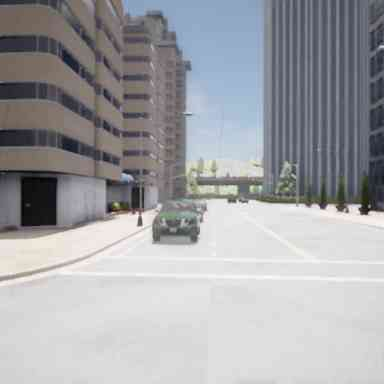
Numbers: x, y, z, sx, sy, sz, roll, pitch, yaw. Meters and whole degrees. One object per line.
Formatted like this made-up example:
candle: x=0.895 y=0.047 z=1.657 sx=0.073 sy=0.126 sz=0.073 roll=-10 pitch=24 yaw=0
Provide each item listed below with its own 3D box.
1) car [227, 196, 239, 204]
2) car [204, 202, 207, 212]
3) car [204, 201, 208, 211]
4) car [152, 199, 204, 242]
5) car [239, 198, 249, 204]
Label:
car: x=11.499 y=2.221 z=94.598 sx=2.150 sy=2.045 sz=5.566 roll=0 pitch=-1 yaw=4
car: x=0.033 y=1.872 z=28.656 sx=1.994 sy=1.385 sz=4.181 roll=0 pitch=-1 yaw=4
car: x=1.299 y=1.983 z=47.076 sx=2.128 sy=1.511 sz=4.902 roll=0 pitch=-1 yaw=4
car: x=-0.677 y=1.423 z=17.926 sx=2.150 sy=2.045 sz=5.566 roll=0 pitch=-1 yaw=4
car: x=14.990 y=2.606 z=94.360 sx=1.895 sy=1.301 sz=4.718 roll=0 pitch=-1 yaw=4
